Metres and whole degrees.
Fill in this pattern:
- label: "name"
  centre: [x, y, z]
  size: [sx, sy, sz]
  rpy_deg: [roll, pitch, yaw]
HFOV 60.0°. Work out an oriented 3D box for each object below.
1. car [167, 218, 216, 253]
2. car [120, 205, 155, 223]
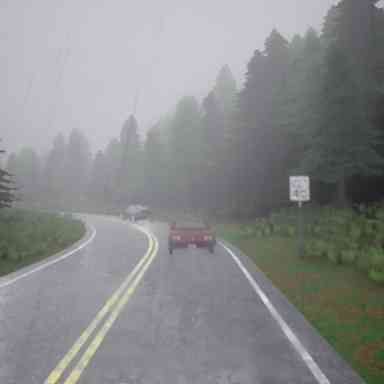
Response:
- label: "car"
  centre: [-0.165, 1.820, 14.828]
  size: [1.895, 1.301, 4.718]
  rpy_deg: [1, -1, -5]
- label: "car"
  centre: [-4.921, 1.923, 29.886]
  size: [1.837, 1.490, 4.892]
  rpy_deg: [3, -1, -31]
